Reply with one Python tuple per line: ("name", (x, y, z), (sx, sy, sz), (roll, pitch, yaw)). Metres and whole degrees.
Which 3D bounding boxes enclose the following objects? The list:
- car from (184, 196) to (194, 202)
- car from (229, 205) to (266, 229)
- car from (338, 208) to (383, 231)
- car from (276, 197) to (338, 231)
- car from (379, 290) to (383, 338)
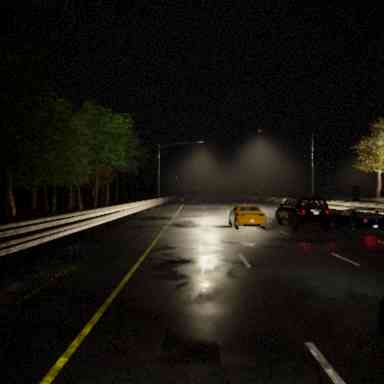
("car", (-1.116, 1.711, 86.317), (2.097, 1.767, 4.553), (0, -1, 0))
("car", (3.628, 1.588, 22.474), (1.882, 1.535, 5.008), (0, 0, 0))
("car", (10.625, 1.708, 21.443), (1.895, 1.301, 4.718), (0, 0, 0))
("car", (7.125, 1.330, 21.748), (2.150, 2.045, 5.566), (0, 0, 0))
("car", (3.603, 1.509, 2.846), (2.128, 1.511, 4.902), (0, 0, 0))
